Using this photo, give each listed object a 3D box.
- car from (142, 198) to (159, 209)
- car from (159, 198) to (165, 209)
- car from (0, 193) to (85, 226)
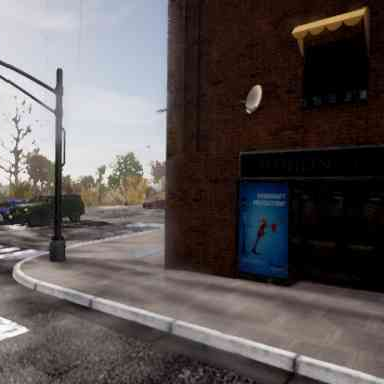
[{"bbox_3d":[-4.502,1.403,41.925,1.994,1.385,4.181,1,1,26],"label":"car"},{"bbox_3d":[-1.621,1.375,40.416,1.882,1.535,5.008,1,1,26],"label":"car"},{"bbox_3d":[-10.120,1.162,23.413,2.150,2.045,5.566,1,2,29],"label":"car"}]
